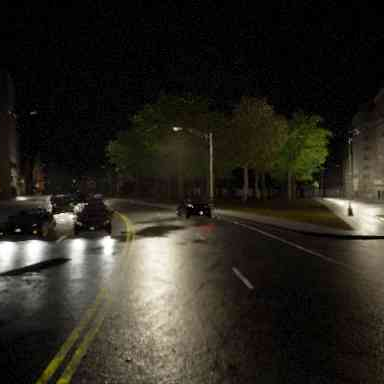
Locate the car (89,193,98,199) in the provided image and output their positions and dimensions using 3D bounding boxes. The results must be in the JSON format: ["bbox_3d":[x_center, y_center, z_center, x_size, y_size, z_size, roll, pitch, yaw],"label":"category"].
[{"bbox_3d":[-26.744,0.955,90.134,1.837,1.490,4.892,-1,1,-24],"label":"car"}]

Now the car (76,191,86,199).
[{"bbox_3d":[-29.738,0.744,88.859,2.150,2.045,5.566,-1,1,-24],"label":"car"}]

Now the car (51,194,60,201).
[{"bbox_3d":[-31.257,1.327,76.116,1.837,1.490,4.892,-1,1,-24],"label":"car"}]

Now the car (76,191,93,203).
[{"bbox_3d":[-17.325,1.069,52.252,2.150,2.045,5.566,-1,1,-23],"label":"car"}]

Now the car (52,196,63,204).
[{"bbox_3d":[-25.144,1.479,62.118,1.895,1.301,4.718,-1,1,-24],"label":"car"}]

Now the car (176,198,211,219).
[{"bbox_3d":[0.056,1.224,25.841,1.837,1.490,4.892,-1,0,-15],"label":"car"}]

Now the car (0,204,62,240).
[{"bbox_3d":[-8.445,1.580,17.404,1.994,1.385,4.181,-1,1,-11],"label":"car"}]

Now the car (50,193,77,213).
[{"bbox_3d":[-13.483,1.305,34.830,2.097,1.767,4.553,-1,1,-22],"label":"car"}]

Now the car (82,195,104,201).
[{"bbox_3d":[-10.523,1.394,36.233,1.837,1.490,4.892,-1,0,-22],"label":"car"}]

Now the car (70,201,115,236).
[{"bbox_3d":[-5.278,1.461,18.356,1.812,1.442,4.674,-1,1,-11],"label":"car"}]

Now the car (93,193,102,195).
[{"bbox_3d":[-22.571,1.180,80.587,2.033,1.411,5.357,-1,1,-24],"label":"car"}]

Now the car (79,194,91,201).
[{"bbox_3d":[-25.548,1.245,79.287,2.033,1.411,5.357,-1,1,-24],"label":"car"}]

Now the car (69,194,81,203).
[{"bbox_3d":[-23.055,1.290,65.449,1.882,1.535,5.008,-1,1,-24],"label":"car"}]

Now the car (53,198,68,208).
[{"bbox_3d":[-18.920,1.520,47.745,1.895,1.301,4.718,-1,1,-23],"label":"car"}]

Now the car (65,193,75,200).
[{"bbox_3d":[-29.367,1.097,79.902,2.033,1.411,5.357,-1,1,-24],"label":"car"}]
